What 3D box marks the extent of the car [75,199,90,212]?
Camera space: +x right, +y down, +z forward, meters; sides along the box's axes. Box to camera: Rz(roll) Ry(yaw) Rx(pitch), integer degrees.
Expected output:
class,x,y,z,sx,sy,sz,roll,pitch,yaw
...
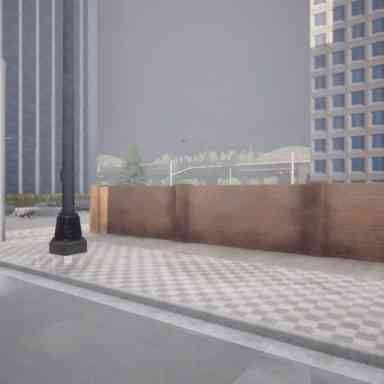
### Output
class,x,y,z,sx,sy,sz,roll,pitch,yaw
car,-12.396,1.547,37.480,2.033,1.411,5.357,0,0,35

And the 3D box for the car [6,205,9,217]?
class,x,y,z,sx,sy,sz,roll,pitch,yaw
car,-18.207,1.547,29.251,2.033,1.411,5.357,0,0,32

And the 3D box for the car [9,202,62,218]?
class,x,y,z,sx,sy,sz,roll,pitch,yaw
car,-13.404,1.601,29.944,1.895,1.301,4.718,0,0,35
